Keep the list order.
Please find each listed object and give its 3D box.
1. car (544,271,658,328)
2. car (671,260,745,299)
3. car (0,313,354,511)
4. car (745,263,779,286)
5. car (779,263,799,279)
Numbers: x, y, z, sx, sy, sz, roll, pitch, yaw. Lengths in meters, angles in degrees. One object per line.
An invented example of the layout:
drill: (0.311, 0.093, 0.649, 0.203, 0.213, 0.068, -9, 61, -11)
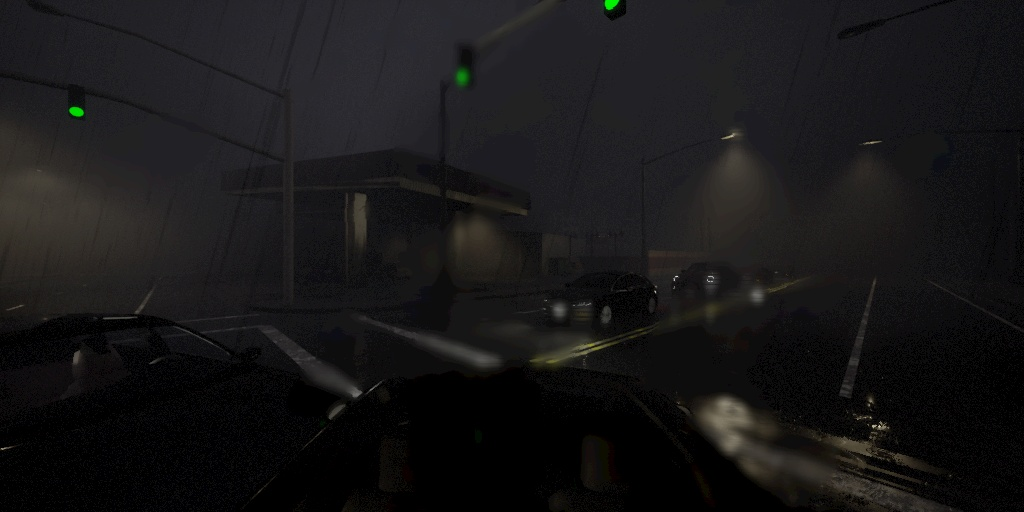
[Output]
car: (3.032, 1.255, 11.595, 4.892, 1.490, 1.837, 0, 0, -45)
car: (9.960, 1.102, 18.350, 4.553, 1.767, 2.097, 0, 0, -44)
car: (-3.387, 1.242, 2.660, 4.902, 1.511, 2.128, 0, 0, 16)
car: (16.977, 1.314, 25.169, 1.994, 1.385, 4.181, 0, 0, 45)
car: (24.202, 1.314, 32.129, 4.181, 1.385, 1.994, 0, 0, -44)
